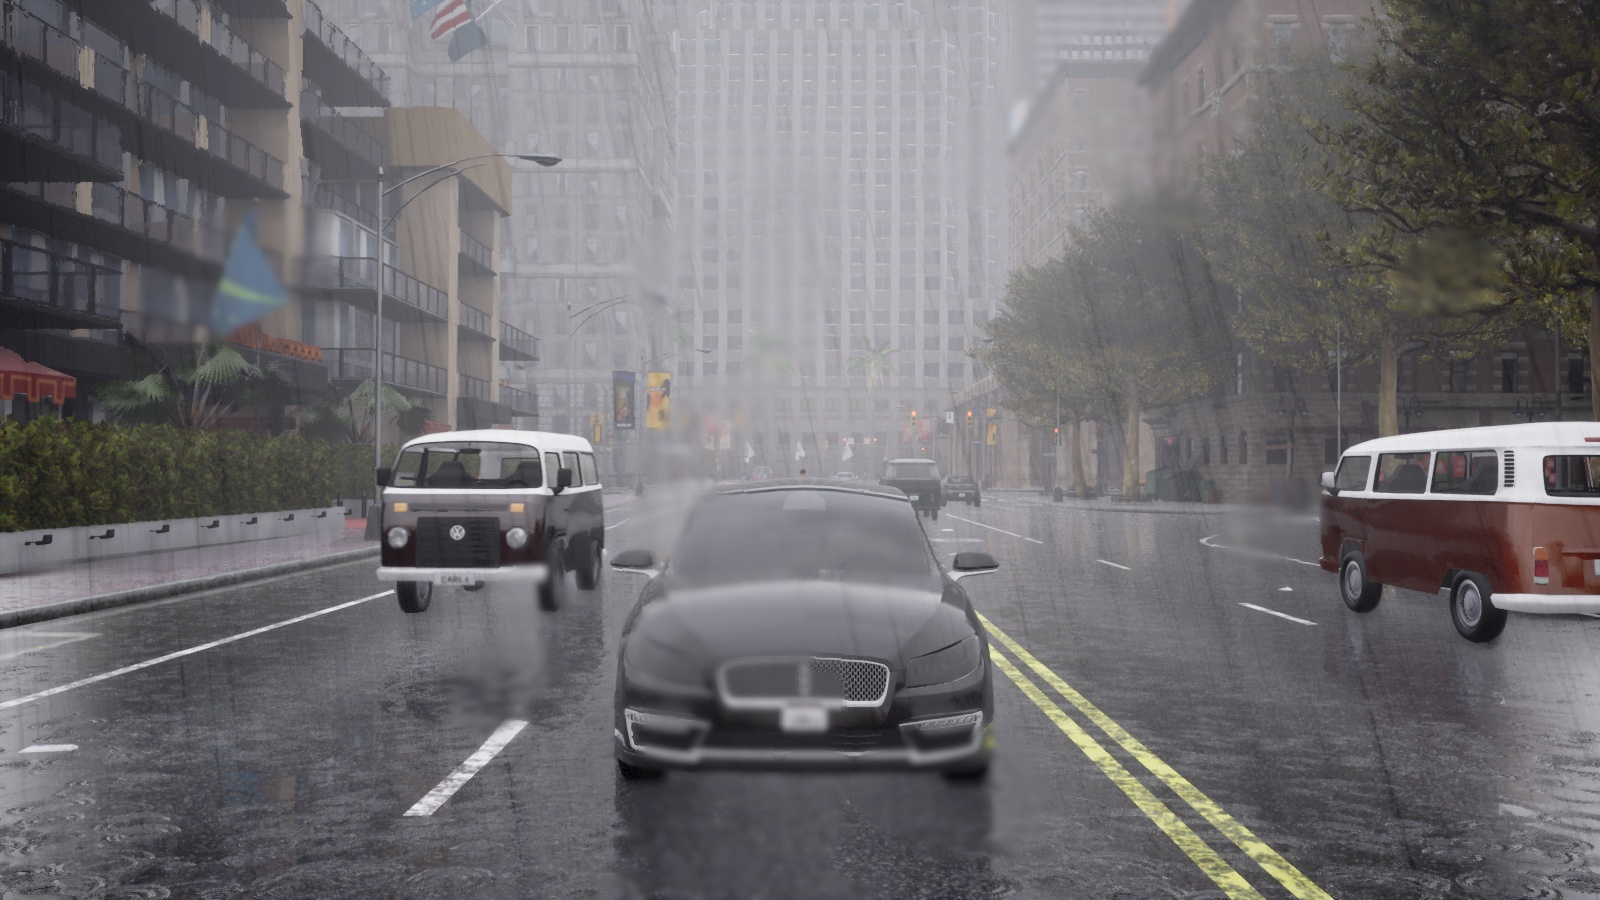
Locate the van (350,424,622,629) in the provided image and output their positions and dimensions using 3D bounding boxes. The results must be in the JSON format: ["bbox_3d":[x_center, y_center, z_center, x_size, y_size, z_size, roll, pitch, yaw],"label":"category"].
[{"bbox_3d":[-3.450,0.799,14.775,2.069,2.038,4.480,0,-1,0],"label":"van"}]

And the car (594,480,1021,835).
[{"bbox_3d":[0.035,0.951,7.865,1.837,1.490,4.892,0,-1,0],"label":"car"}]

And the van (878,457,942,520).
[{"bbox_3d":[3.615,1.255,41.907,1.775,1.987,4.442,0,-1,0],"label":"van"}]

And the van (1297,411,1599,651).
[{"bbox_3d":[7.046,0.727,12.933,2.069,2.038,4.480,0,-1,0],"label":"van"}]

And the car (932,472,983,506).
[{"bbox_3d":[7.152,1.760,57.314,1.816,1.474,4.193,0,-1,0],"label":"car"}]
